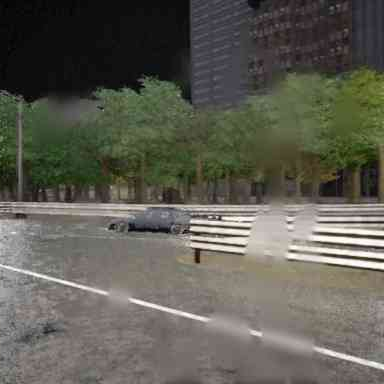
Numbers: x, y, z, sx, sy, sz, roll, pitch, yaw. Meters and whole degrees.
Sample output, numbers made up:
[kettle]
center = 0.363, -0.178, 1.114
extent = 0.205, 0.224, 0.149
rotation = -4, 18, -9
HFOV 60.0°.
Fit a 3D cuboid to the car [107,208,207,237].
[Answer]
[car]
center = -1.784, 1.565, 17.801
extent = 5.357, 1.411, 2.033
rotation = 0, 0, 15
